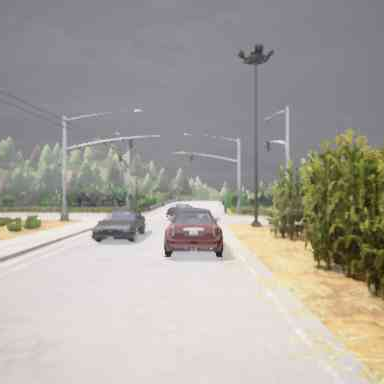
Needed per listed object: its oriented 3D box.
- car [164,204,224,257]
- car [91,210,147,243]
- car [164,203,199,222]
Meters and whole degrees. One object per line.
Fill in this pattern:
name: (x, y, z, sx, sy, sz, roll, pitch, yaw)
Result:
car: (0.084, 1.417, 13.436, 2.097, 1.767, 4.553, 0, 0, 1)
car: (-3.493, 1.629, 17.008, 2.033, 1.411, 5.357, 0, 0, 1)
car: (-0.998, 1.704, 29.066, 1.994, 1.385, 4.181, 0, 0, -16)
